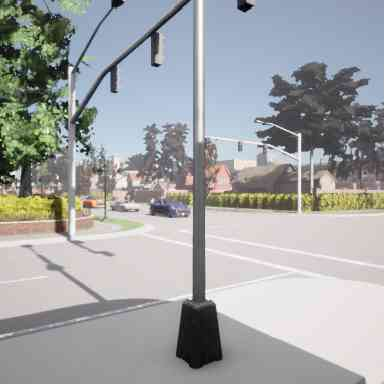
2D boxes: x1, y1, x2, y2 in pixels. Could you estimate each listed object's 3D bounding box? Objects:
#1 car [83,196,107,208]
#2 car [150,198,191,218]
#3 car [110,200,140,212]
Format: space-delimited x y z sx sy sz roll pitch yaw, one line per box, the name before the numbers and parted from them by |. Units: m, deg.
car | -13.712 1.352 46.866 2.097 1.767 4.553 0 0 -36
car | -2.078 1.352 30.790 2.097 1.767 4.553 0 0 -36
car | -7.822 1.601 38.726 1.895 1.301 4.718 0 0 -36
